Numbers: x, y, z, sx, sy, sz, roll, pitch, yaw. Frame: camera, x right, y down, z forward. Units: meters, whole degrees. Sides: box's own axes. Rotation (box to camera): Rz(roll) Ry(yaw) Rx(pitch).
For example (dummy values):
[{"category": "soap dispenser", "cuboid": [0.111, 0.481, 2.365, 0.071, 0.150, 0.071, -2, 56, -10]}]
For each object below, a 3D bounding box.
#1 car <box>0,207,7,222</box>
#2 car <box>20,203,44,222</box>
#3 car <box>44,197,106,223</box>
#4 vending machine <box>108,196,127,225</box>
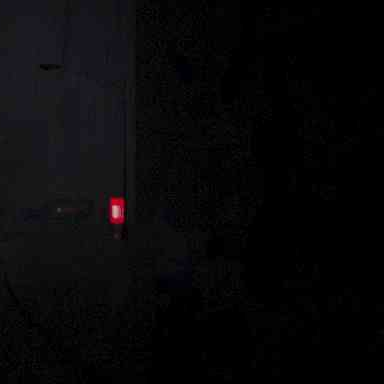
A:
[{"category": "car", "cuboid": [-17.163, 1.754, 26.678, 1.837, 1.490, 4.892, -1, -1, 11]}, {"category": "car", "cuboid": [-12.785, 1.730, 29.337, 1.882, 1.535, 5.008, -1, -1, 15]}, {"category": "car", "cuboid": [-9.546, 1.456, 28.423, 2.150, 2.045, 5.566, -1, -1, 16]}, {"category": "vending machine", "cuboid": [-5.599, 1.393, 25.094, 1.100, 2.100, 0.880, 0, 0, 12]}]
